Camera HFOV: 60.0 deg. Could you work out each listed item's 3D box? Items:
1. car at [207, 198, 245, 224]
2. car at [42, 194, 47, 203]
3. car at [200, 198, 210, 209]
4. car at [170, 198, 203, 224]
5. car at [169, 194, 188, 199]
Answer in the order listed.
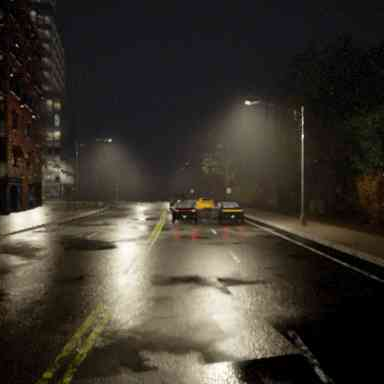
[{"bbox_3d":[2.664,1.485,25.031,2.128,1.511,4.902,0,0,-3],"label":"car"},{"bbox_3d":[-27.471,1.070,57.570,4.097,1.590,1.967,1,-1,-13],"label":"car"},{"bbox_3d":[1.598,1.463,40.805,1.882,1.535,5.008,0,-1,-5],"label":"car"},{"bbox_3d":[-0.601,1.490,25.101,2.128,1.511,4.902,0,0,-3],"label":"car"},{"bbox_3d":[-1.667,1.207,41.001,2.150,2.045,5.566,0,0,-4],"label":"car"}]
